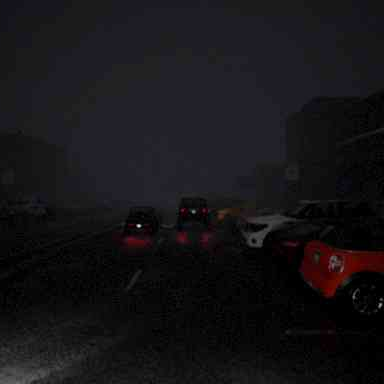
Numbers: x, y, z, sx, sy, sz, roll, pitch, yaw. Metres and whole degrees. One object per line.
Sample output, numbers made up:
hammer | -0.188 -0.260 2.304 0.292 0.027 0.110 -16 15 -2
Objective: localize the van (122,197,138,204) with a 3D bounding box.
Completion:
van | -15.751 2.336 78.788 4.442 1.987 1.878 0 -1 0

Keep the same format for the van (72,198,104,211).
van | -15.689 1.909 48.453 4.442 1.987 1.878 0 -1 0

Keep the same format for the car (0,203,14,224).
car | -15.785 1.694 23.634 4.792 1.488 2.163 0 -1 0

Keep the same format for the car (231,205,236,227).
car | 4.705 1.606 17.922 4.674 1.452 2.002 0 -1 0

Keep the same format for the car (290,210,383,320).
car | 4.678 1.362 6.818 4.553 1.767 2.185 0 0 0

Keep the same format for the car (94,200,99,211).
car | -15.798 2.126 45.690 4.674 1.452 2.002 0 -1 0

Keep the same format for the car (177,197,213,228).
car | 0.098 1.395 23.707 2.150 2.045 5.566 0 -1 0

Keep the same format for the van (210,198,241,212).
van | 4.823 1.908 48.487 4.442 1.987 1.878 0 -1 0

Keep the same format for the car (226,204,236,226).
car | 4.710 1.642 20.579 4.674 1.452 2.002 0 -1 0

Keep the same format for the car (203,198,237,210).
car | 4.747 2.021 56.823 5.566 2.045 2.435 0 -1 0

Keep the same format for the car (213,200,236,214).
car | 4.712 1.813 31.809 4.892 1.521 2.231 0 -1 0

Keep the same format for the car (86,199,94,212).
car | -15.980 2.033 42.934 5.366 1.575 1.946 0 -1 0

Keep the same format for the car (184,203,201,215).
car | 0.096 2.100 42.931 2.033 1.411 5.357 0 -1 0

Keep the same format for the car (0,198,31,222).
car | -15.792 1.587 26.394 4.553 1.767 2.185 0 -1 0

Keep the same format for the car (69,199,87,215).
car | -15.975 1.981 40.175 5.366 1.575 1.946 0 -1 0

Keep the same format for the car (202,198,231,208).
car | 4.769 2.142 65.158 5.566 2.045 2.435 0 -1 0

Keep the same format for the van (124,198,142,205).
van | -16.006 2.493 89.934 4.442 1.987 1.878 0 -1 0

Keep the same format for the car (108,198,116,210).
car | -15.789 1.976 53.969 5.566 2.045 2.435 0 -1 0

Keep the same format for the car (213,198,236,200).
car | 4.737 1.853 40.148 4.553 1.767 2.185 0 -1 0

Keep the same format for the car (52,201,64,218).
car | -15.744 1.570 31.908 5.566 2.045 2.435 0 -1 0

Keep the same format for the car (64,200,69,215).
car | -15.747 1.750 34.663 4.553 1.767 2.185 0 -1 0

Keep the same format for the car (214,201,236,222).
car | 4.712 1.753 28.906 5.008 1.535 2.097 0 -1 0

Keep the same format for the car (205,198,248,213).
car | 4.675 1.830 45.589 5.566 2.045 2.435 0 -1 0

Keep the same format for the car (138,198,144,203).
car | -15.850 2.381 84.299 5.566 2.045 2.435 0 -1 0

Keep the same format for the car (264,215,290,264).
car | 4.707 1.537 9.595 4.674 1.452 2.002 0 0 0

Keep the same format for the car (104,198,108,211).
car | -15.843 2.056 51.209 4.553 1.767 2.185 0 -1 0

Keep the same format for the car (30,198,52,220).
car | -15.795 1.515 29.151 5.566 2.045 2.435 0 -1 0

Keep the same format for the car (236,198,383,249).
car | 4.680 1.261 12.372 5.566 2.045 2.435 0 0 0

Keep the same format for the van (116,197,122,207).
van | -15.951 2.128 62.244 4.442 1.987 1.878 0 -1 0

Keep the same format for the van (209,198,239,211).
van | 4.827 1.954 51.140 4.442 1.987 1.878 0 -1 0

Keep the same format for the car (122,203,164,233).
car | -2.902 1.626 20.601 1.837 1.490 4.892 0 -1 0

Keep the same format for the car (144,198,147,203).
car | -15.901 2.764 92.565 5.008 1.535 2.097 0 -1 0
